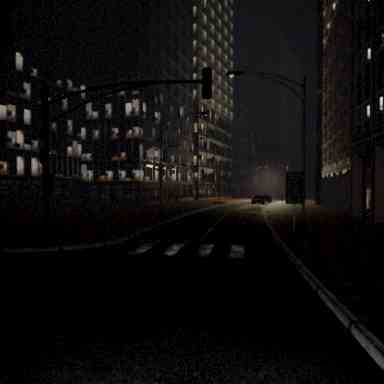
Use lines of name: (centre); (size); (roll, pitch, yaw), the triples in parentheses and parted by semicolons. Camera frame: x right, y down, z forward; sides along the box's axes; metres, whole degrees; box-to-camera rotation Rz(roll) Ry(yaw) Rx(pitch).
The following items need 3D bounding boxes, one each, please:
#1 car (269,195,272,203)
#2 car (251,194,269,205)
car: (13.491, 1.219, 60.828); (1.837, 1.490, 4.892); (0, 0, 21)
car: (10.299, 1.235, 51.326); (1.837, 1.490, 4.892); (0, 0, 17)
